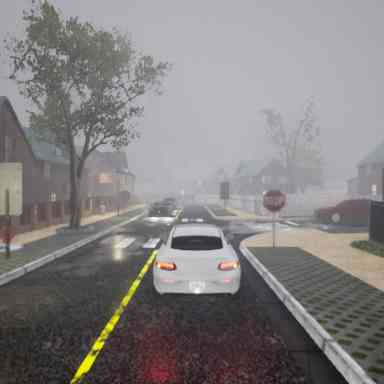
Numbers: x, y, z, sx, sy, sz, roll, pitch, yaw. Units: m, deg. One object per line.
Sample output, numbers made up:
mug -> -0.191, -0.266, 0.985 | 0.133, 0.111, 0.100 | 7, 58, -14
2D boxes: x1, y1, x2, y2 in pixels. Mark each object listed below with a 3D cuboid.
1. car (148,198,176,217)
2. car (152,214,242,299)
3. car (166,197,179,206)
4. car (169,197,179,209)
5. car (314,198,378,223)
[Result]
car -> -2.816, 1.528, 30.516 | 1.994, 1.385, 4.181 | 0, 0, 0
car -> 0.107, 1.519, 8.300 | 1.812, 1.442, 4.674 | 0, 0, 0
car -> -3.141, 1.509, 52.899 | 1.994, 1.385, 4.181 | 0, 0, -5
car -> -2.846, 1.473, 42.092 | 1.812, 1.442, 4.674 | 0, 0, 0
car -> 10.616, 1.170, 21.988 | 5.008, 1.535, 1.882 | -1, 0, -3
